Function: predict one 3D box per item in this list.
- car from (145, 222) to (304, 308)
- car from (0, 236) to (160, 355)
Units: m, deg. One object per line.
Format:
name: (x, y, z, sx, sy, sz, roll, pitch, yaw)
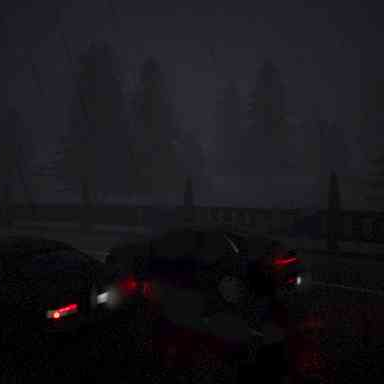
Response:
car: (0.084, 1.485, 7.870, 4.892, 1.490, 1.837, 0, 0, 33)
car: (-3.376, 1.536, 5.998, 5.357, 1.411, 2.033, 0, 0, 31)
